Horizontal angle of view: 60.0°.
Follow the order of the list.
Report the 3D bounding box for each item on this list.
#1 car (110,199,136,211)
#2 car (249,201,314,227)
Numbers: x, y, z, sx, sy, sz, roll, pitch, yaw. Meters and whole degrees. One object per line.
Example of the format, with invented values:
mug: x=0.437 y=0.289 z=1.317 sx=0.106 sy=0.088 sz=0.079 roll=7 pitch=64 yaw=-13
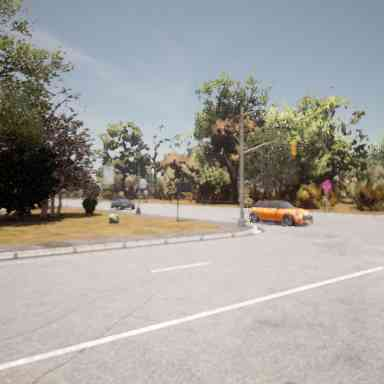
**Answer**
car: x=-8.983 y=1.591 z=43.253 sx=1.994 sy=1.385 sz=4.181 roll=0 pitch=0 yaw=-39
car: x=6.383 y=1.442 z=23.983 sx=2.097 sy=1.767 sz=4.553 roll=0 pitch=0 yaw=-39
